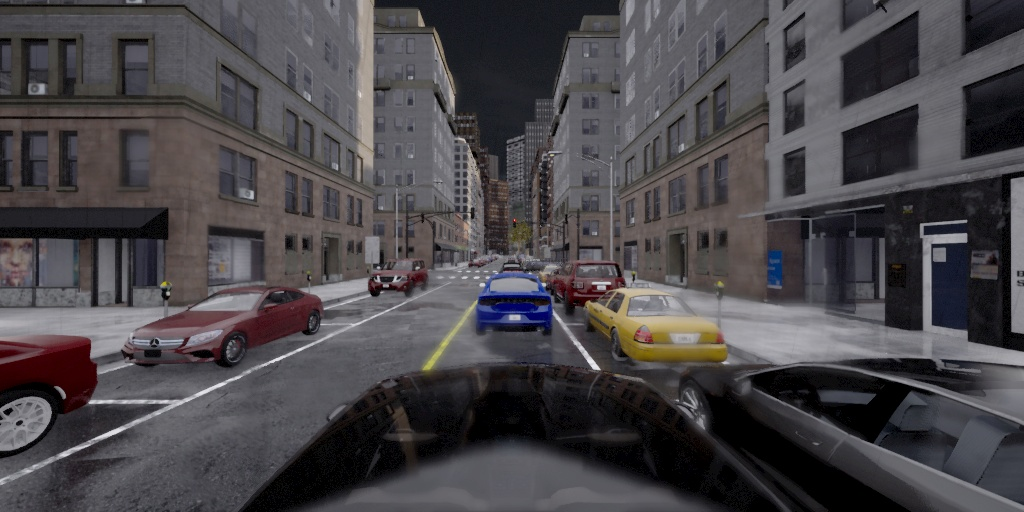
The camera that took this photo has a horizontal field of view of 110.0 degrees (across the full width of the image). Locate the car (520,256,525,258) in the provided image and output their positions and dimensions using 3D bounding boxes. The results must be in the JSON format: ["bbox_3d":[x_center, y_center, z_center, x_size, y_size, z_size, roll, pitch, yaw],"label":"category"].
[{"bbox_3d":[2.674,1.132,56.628,2.007,1.370,4.403,0,0,0],"label":"car"}]

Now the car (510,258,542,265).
[{"bbox_3d":[2.906,1.209,41.383,5.357,1.411,2.033,0,0,25],"label":"car"}]

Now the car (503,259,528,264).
[{"bbox_3d":[0.006,1.216,26.937,1.837,1.490,4.892,0,0,0],"label":"car"}]

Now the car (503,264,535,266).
[{"bbox_3d":[0.067,1.297,18.024,1.994,1.385,4.181,0,0,0],"label":"car"}]

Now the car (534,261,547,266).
[{"bbox_3d":[2.725,1.243,24.692,1.751,1.417,4.829,0,0,0],"label":"car"}]

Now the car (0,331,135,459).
[{"bbox_3d":[-5.764,1.295,2.303,1.888,1.381,4.507,0,0,0],"label":"car"}]

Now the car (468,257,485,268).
[{"bbox_3d":[-5.851,1.126,56.621,1.888,1.381,4.507,0,0,0],"label":"car"}]

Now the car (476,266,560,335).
[{"bbox_3d":[0.035,1.222,10.494,1.882,1.535,5.008,0,0,-1],"label":"car"}]

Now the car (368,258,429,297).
[{"bbox_3d":[-5.791,1.045,18.961,2.192,1.841,5.009,0,0,0],"label":"car"}]

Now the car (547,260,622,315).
[{"bbox_3d":[2.744,1.055,13.416,2.192,1.841,5.009,0,0,0],"label":"car"}]

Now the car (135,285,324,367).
[{"bbox_3d":[-5.772,1.328,7.855,1.802,1.307,4.207,0,0,0],"label":"car"}]

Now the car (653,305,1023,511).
[{"bbox_3d":[2.761,1.316,2.310,1.948,1.339,4.313,0,0,0],"label":"car"}]

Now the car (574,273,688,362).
[{"bbox_3d":[2.753,1.272,8.032,1.751,1.417,4.829,0,0,0],"label":"car"}]

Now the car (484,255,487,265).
[{"bbox_3d":[-5.860,0.989,62.046,1.967,1.591,4.097,0,0,0],"label":"car"}]

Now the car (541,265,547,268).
[{"bbox_3d":[2.735,1.313,18.968,1.802,1.307,4.207,0,0,0],"label":"car"}]
